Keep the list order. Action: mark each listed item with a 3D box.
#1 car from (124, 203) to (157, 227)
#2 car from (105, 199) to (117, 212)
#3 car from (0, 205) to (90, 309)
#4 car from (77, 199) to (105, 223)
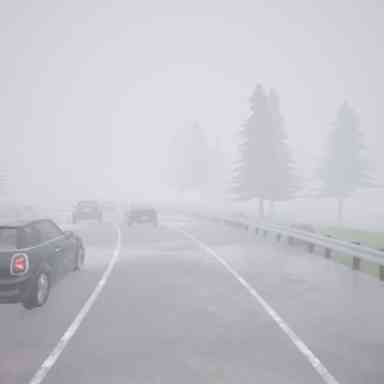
[{"bbox_3d":[-3.685,1.500,23.449,1.882,1.535,5.008,0,0,-16],"label":"car"},{"bbox_3d":[-10.358,1.562,39.517,2.163,1.488,4.792,0,0,-28],"label":"car"},{"bbox_3d":[-4.089,1.374,7.993,2.097,1.767,4.553,0,0,-5],"label":"car"},{"bbox_3d":[-8.195,1.397,25.940,2.097,1.767,4.553,0,0,-19],"label":"car"}]
